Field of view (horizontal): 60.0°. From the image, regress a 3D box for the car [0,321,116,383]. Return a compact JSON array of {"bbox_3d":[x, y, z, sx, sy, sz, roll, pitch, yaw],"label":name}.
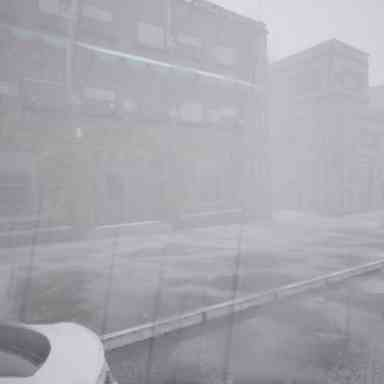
[{"bbox_3d":[-2.638,1.546,1.571,4.674,1.442,1.812,0,0,-35],"label":"car"}]
